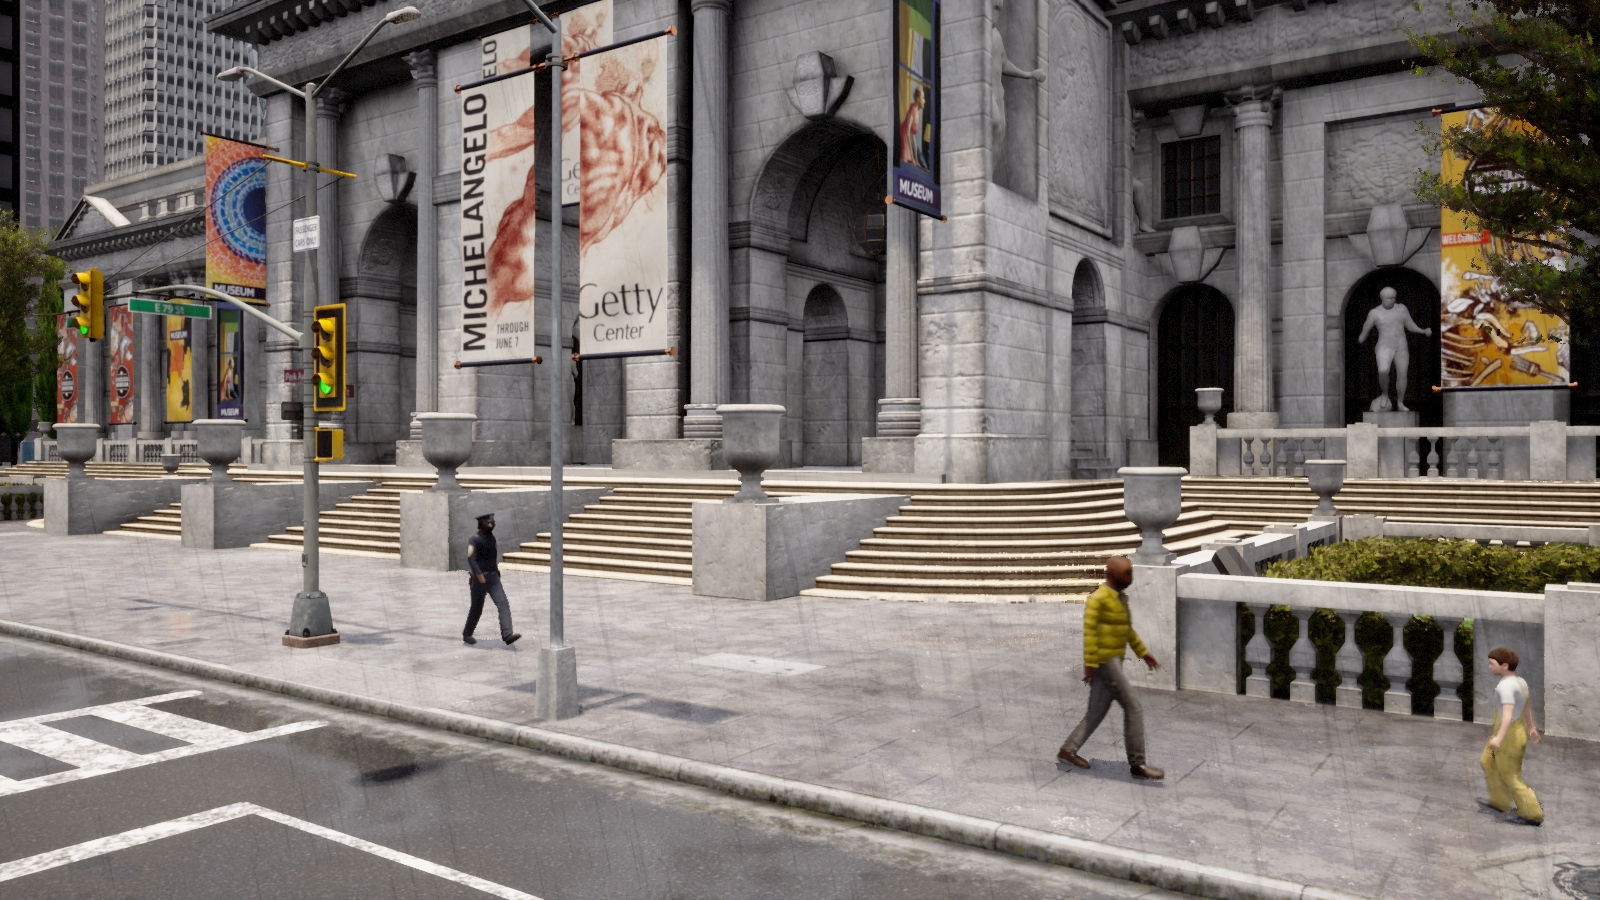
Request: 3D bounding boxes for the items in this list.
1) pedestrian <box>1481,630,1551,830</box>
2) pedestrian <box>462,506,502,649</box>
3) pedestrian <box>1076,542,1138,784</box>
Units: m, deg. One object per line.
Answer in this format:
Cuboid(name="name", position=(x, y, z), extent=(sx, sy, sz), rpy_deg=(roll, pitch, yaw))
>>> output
Cuboid(name="pedestrian", position=(5.111, 1.975, 8.154), extent=(0.375, 1.300, 0.375), rpy_deg=(0, 0, 40))
Cuboid(name="pedestrian", position=(-4.263, 1.691, 15.318), extent=(0.375, 1.860, 0.375), rpy_deg=(0, 0, 35))
Cuboid(name="pedestrian", position=(2.487, 1.695, 9.252), extent=(0.375, 1.860, 0.375), rpy_deg=(0, 0, 35))
